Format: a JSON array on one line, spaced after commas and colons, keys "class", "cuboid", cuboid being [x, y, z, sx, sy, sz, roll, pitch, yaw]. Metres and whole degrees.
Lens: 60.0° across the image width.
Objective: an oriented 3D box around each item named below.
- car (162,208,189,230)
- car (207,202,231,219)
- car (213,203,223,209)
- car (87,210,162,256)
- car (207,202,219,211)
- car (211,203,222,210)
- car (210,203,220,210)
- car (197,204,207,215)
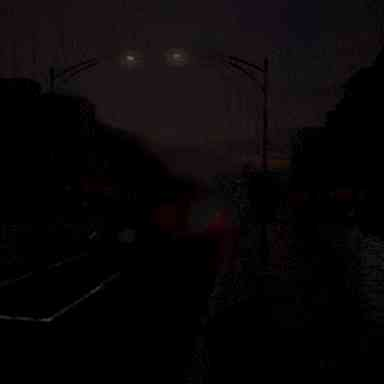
[{"class": "car", "cuboid": [-1.392, 1.911, 24.945, 1.882, 1.535, 5.008, 1, -1, 8]}, {"class": "car", "cuboid": [3.150, 2.231, 37.355, 1.837, 1.490, 4.892, 1, -2, 9]}, {"class": "car", "cuboid": [6.216, 3.263, 78.781, 2.008, 1.369, 4.403, -1, -2, 8]}, {"class": "car", "cuboid": [-2.817, 1.670, 14.057, 1.967, 1.590, 4.097, 0, -1, 8]}, {"class": "car", "cuboid": [3.957, 2.723, 62.603, 1.967, 1.590, 4.097, -1, -2, 8]}, {"class": "car", "cuboid": [5.464, 3.117, 73.386, 2.008, 1.369, 4.403, -1, -2, 8]}, {"class": "car", "cuboid": [4.714, 3.005, 67.988, 1.802, 1.307, 4.206, -1, -1, 8]}, {"class": "car", "cuboid": [1.677, 2.411, 46.252, 1.752, 1.417, 4.829, -1, -1, 8]}]
